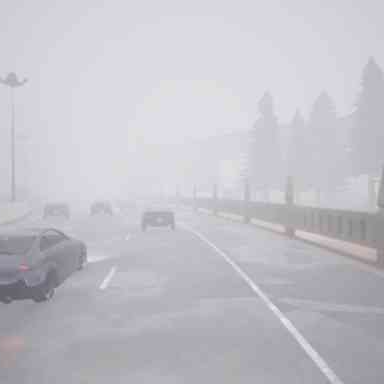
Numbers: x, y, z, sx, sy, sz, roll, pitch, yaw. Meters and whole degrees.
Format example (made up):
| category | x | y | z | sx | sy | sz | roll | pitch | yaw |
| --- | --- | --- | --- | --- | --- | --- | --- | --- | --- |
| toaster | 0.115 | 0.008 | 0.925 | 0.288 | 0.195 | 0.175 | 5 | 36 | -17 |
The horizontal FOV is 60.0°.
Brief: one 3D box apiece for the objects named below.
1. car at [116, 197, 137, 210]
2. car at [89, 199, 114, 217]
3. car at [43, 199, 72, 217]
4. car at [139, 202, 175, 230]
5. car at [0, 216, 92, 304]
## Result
| category | x | y | z | sx | sy | sz | roll | pitch | yaw |
| --- | --- | --- | --- | --- | --- | --- | --- | --- | --- |
| car | -7.712 | 1.332 | 39.172 | 1.812 | 1.442 | 4.674 | 0 | 0 | -21 |
| car | -8.222 | 1.367 | 30.147 | 1.837 | 1.490 | 4.892 | 0 | 0 | -16 |
| car | -11.260 | 1.368 | 28.122 | 1.882 | 1.535 | 5.008 | 0 | 0 | -16 |
| car | -2.196 | 1.367 | 20.421 | 1.882 | 1.535 | 5.008 | 0 | 1 | -10 |
| car | -3.952 | 1.535 | 8.095 | 1.994 | 1.385 | 4.181 | 0 | 0 | -5 |
